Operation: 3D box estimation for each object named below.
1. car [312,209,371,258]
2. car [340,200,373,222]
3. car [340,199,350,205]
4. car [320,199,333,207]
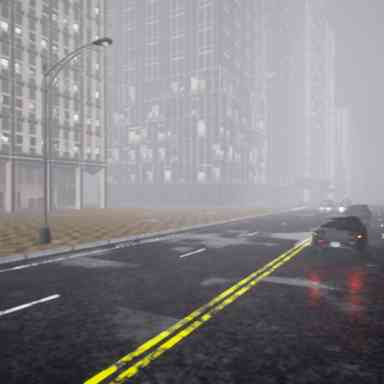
[{"bbox_3d":[6.064,1.646,13.444,1.812,1.442,4.674,0,0,29],"label":"car"},{"bbox_3d":[13.458,1.730,26.890,1.882,1.535,5.008,0,0,29],"label":"car"},{"bbox_3d":[27.546,2.038,59.370,2.128,1.511,4.902,0,0,29],"label":"car"},{"bbox_3d":[24.695,2.025,60.920,2.128,1.511,4.902,0,0,29],"label":"car"}]
